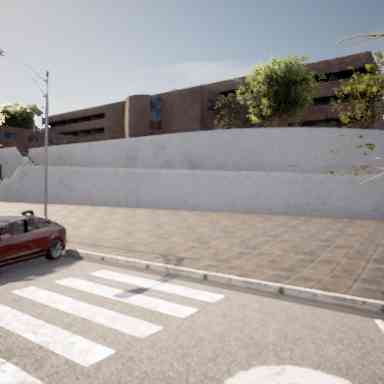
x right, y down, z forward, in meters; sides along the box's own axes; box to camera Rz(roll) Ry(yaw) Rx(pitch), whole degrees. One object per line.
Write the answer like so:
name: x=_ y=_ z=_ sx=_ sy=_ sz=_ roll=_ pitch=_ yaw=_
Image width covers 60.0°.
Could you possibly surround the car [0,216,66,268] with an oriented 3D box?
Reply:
car: x=-5.780 y=1.485 z=9.892 sx=2.163 sy=1.488 sz=4.792 roll=1 pitch=0 yaw=15
